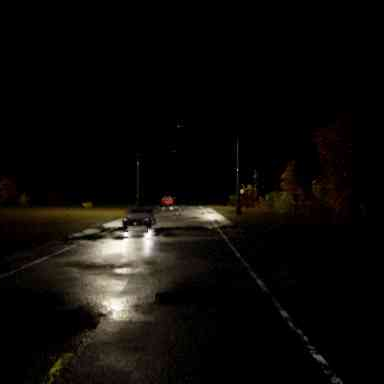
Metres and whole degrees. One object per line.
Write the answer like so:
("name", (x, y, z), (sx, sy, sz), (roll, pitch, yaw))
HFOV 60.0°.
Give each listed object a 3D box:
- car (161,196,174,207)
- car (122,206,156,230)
("car", (-4.773, 1.871, 64.617), (2.150, 2.045, 5.566), (0, -1, -6))
("car", (-3.601, 1.751, 23.367), (1.812, 1.442, 4.674), (0, -1, 0))
